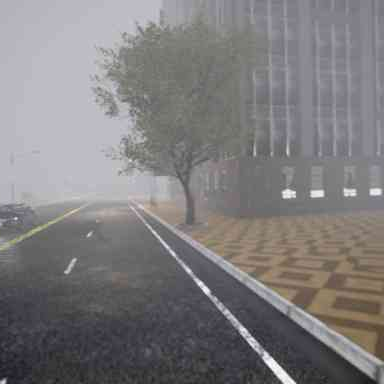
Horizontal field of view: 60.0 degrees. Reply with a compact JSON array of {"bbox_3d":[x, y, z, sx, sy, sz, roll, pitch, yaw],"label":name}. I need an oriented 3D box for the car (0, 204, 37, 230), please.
[{"bbox_3d":[-11.205,1.529,20.898,2.128,1.511,4.902,-2,1,-12],"label":"car"}]
